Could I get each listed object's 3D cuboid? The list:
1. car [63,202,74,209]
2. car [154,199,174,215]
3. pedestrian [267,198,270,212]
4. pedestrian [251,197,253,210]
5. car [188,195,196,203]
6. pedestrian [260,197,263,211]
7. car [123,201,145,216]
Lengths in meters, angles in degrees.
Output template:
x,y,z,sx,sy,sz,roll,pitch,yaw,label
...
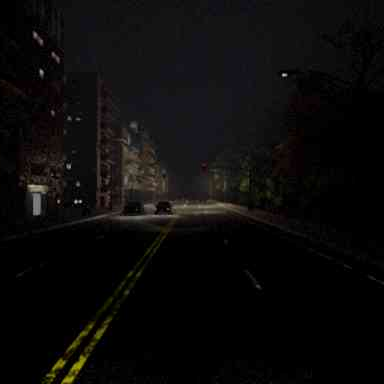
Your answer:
x,y,z,sx,sy,sz,roll,pitch,yaw,label
-22.788,2.361,58.251,4.206,1.307,1.802,-1,0,-1,car
-3.291,1.851,39.026,1.837,1.490,4.892,0,-1,1,car
10.011,1.719,43.839,0.375,1.860,0.375,0,0,0,pedestrian
8.011,1.537,44.440,0.375,1.860,0.375,0,0,0,pedestrian
0.001,1.992,95.672,2.150,2.045,5.566,0,-1,0,car
9.011,1.526,43.240,0.375,1.860,0.375,0,0,0,pedestrian
-6.552,1.811,37.794,1.882,1.535,5.008,0,-1,1,car
